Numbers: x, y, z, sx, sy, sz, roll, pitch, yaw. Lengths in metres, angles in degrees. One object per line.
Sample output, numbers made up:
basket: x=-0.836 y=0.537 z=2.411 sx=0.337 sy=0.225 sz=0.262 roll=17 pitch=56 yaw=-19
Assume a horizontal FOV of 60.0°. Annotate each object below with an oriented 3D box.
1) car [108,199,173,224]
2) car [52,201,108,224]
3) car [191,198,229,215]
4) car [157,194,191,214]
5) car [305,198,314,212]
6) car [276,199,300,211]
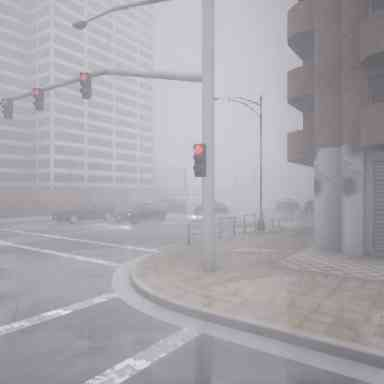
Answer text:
car: x=-3.769 y=1.526 z=25.160 sx=1.812 sy=1.442 sz=4.674 roll=0 pitch=0 yaw=35
car: x=-8.070 y=1.478 z=25.175 sx=1.882 sy=1.535 sz=5.008 roll=0 pitch=0 yaw=35
car: x=1.933 y=1.564 z=33.209 sx=1.994 sy=1.385 sz=4.181 roll=0 pitch=0 yaw=36
car: x=-2.489 y=1.352 z=33.040 sx=2.097 sy=1.767 sz=4.553 roll=0 pitch=0 yaw=35
car: x=14.536 y=1.505 z=38.582 sx=1.837 sy=1.490 sz=4.892 roll=0 pitch=0 yaw=35
car: x=11.704 y=1.526 z=40.670 sx=1.812 sy=1.442 sz=4.674 roll=0 pitch=0 yaw=35
